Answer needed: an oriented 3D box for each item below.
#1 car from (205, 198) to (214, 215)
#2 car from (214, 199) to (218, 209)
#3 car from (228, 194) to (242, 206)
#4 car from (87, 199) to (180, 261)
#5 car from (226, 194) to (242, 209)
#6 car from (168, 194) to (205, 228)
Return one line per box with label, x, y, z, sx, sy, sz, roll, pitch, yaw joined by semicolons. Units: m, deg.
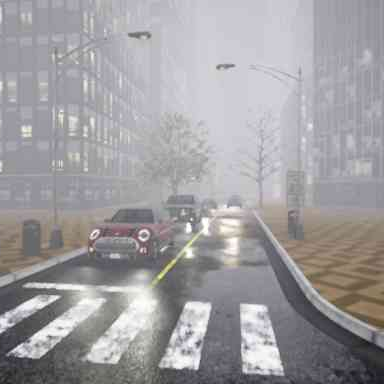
car;0.745;1.475;31.540;1.895;1.301;4.718;0;0;8
car;2.148;1.405;41.349;1.994;1.385;4.181;0;0;9
car;6.742;1.163;52.114;2.097;1.767;4.553;0;0;8
car;-1.981;1.301;12.085;2.097;1.767;4.553;0;0;8
car;5.358;1.367;42.209;1.812;1.442;4.674;0;0;8
car;-0.615;1.132;21.854;2.150;2.045;5.566;0;0;7
